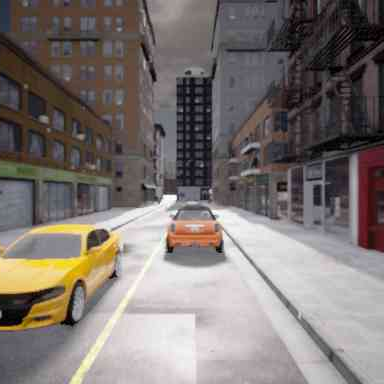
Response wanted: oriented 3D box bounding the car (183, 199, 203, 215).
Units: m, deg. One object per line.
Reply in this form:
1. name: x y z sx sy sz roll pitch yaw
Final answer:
1. car: 0.099 1.565 36.070 2.033 1.411 5.357 0 0 0

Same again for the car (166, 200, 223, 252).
1. car: 0.099 1.357 14.093 2.097 1.767 4.553 0 0 0

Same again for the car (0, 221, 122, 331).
1. car: -2.851 1.480 7.273 1.882 1.535 5.008 0 0 0
